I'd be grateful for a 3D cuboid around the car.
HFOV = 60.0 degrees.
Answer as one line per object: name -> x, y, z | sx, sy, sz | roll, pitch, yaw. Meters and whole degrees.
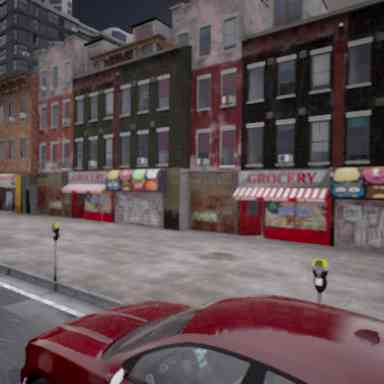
car -> 0.468, 1.521, 2.492 | 4.507, 1.381, 1.887 | 2, 1, 36
